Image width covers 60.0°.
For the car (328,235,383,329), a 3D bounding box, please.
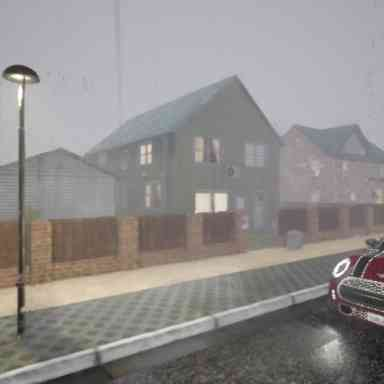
[{"bbox_3d":[4.659,1.356,6.395,4.553,1.767,2.097,0,0,-36],"label":"car"}]
